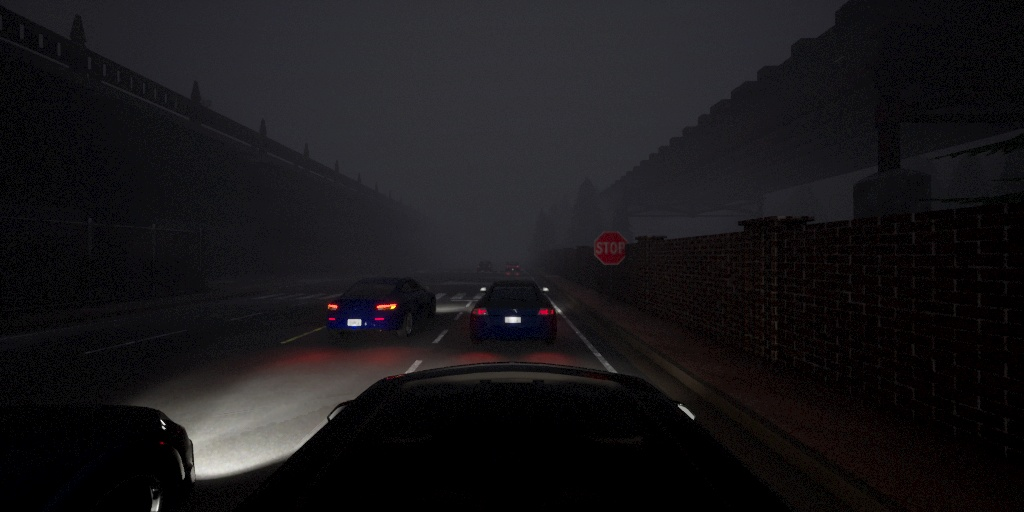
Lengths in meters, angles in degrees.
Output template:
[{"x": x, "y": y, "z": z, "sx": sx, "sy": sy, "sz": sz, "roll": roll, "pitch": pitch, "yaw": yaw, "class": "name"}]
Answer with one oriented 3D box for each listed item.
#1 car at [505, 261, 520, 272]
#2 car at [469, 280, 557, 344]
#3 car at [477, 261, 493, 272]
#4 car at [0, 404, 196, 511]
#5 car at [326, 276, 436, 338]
[{"x": 0.060, "y": 1.351, "z": 46.262, "sx": 1.895, "sy": 1.301, "sz": 4.718, "roll": 0, "pitch": 0, "yaw": -1, "class": "car"}, {"x": 0.061, "y": 1.314, "z": 9.551, "sx": 1.994, "sy": 1.385, "sz": 4.181, "roll": 0, "pitch": 0, "yaw": 1, "class": "car"}, {"x": -3.434, "y": 1.297, "z": 46.066, "sx": 2.033, "sy": 1.411, "sz": 5.357, "roll": 0, "pitch": 0, "yaw": -1, "class": "car"}, {"x": -3.399, "y": 1.314, "z": 0.974, "sx": 1.994, "sy": 1.385, "sz": 4.181, "roll": 0, "pitch": 0, "yaw": 0, "class": "car"}, {"x": -3.421, "y": 1.276, "z": 10.070, "sx": 1.812, "sy": 1.442, "sz": 4.674, "roll": 0, "pitch": 0, "yaw": 0, "class": "car"}]
